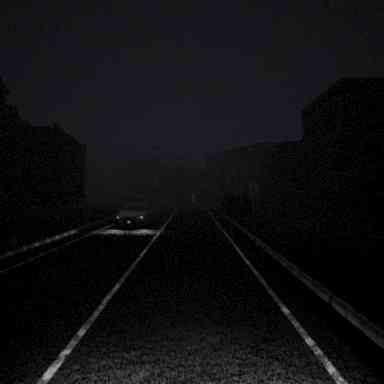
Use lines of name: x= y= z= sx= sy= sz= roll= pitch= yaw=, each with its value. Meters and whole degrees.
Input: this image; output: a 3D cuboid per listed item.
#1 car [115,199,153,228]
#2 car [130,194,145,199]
car: x=-3.606 y=1.431 z=21.291 sx=1.812 sy=1.442 sz=4.674 roll=0 pitch=0 yaw=0
car: x=-10.438 y=1.202 z=62.723 sx=1.812 sy=1.442 sz=4.674 roll=1 pitch=0 yaw=-31
